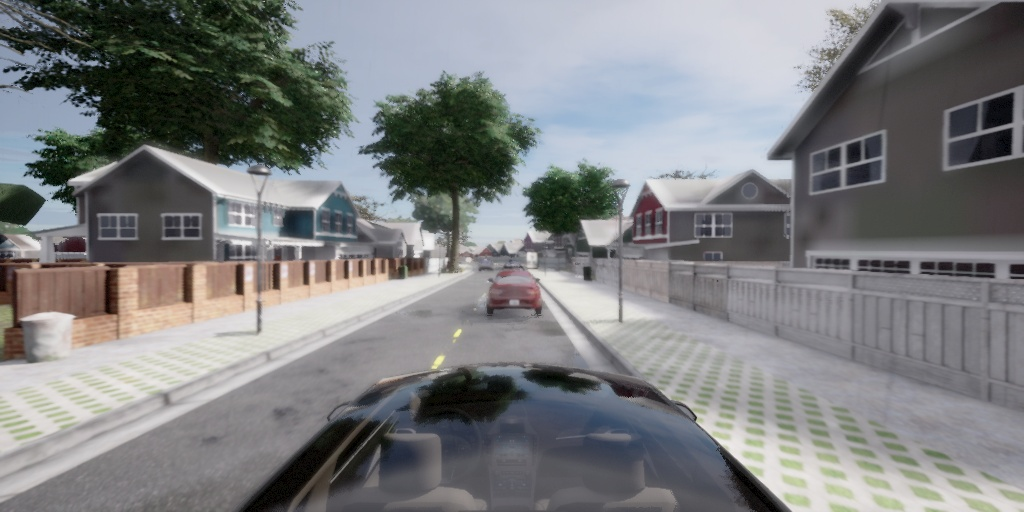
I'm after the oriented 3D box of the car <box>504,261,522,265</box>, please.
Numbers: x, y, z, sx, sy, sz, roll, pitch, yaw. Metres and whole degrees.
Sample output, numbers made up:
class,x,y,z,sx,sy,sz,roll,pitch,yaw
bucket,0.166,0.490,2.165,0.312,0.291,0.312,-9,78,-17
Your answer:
class,x,y,z,sx,sy,sz,roll,pitch,yaw
car,0.078,1.163,29.174,2.128,1.511,4.902,0,0,0

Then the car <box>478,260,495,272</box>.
class,x,y,z,sx,sy,sz,roll,pitch,yaw
car,-3.088,1.205,43.246,2.033,1.411,5.357,0,0,-3

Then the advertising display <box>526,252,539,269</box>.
class,x,y,z,sx,sy,sz,roll,pitch,yaw
advertising display,2.612,0.676,47.246,1.540,2.440,0.280,0,0,-4

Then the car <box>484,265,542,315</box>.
class,x,y,z,sx,sy,sz,roll,pitch,yaw
car,0.079,1.234,13.190,1.812,1.442,4.674,0,0,0
